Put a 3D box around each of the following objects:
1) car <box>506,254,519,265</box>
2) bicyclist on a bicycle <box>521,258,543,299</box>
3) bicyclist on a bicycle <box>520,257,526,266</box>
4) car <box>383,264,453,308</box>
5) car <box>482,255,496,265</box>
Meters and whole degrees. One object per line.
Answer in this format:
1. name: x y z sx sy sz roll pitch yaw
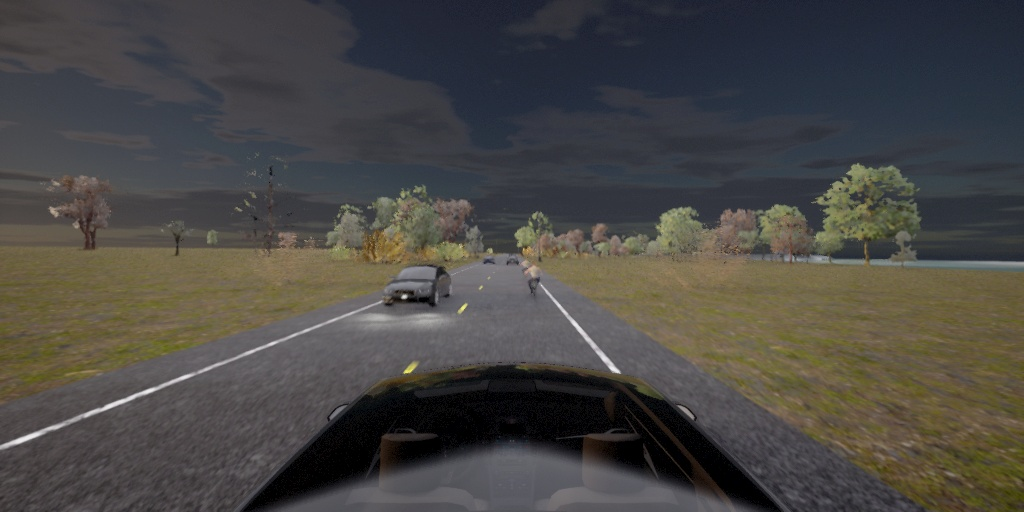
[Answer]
1. car: 0.088 0.588 56.853 1.812 1.442 4.674 0 1 0
2. bicyclist on a bicycle: 0.970 1.013 15.689 0.866 1.612 1.509 0 1 0
3. bicyclist on a bicycle: 0.965 0.894 25.179 0.866 1.612 1.509 0 1 0
4. car: -3.590 1.099 14.390 1.837 1.490 4.892 0 0 0
5. car: -3.524 0.624 55.734 2.033 1.411 5.357 0 1 1
